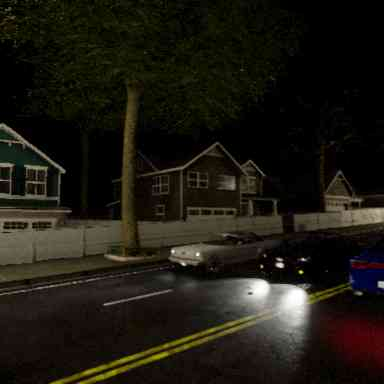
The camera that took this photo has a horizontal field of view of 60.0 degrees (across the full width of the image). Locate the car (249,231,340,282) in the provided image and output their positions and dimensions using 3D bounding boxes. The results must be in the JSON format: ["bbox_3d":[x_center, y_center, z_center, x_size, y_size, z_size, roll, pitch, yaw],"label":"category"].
[{"bbox_3d":[4.222,2.056,11.421,4.181,1.385,1.994,1,-4,-39],"label":"car"}]

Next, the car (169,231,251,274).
[{"bbox_3d":[1.417,2.289,13.325,4.718,1.301,1.895,1,-4,-39],"label":"car"}]

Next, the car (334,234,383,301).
[{"bbox_3d":[5.825,1.748,8.296,5.008,1.535,1.882,1,-4,-39],"label":"car"}]
